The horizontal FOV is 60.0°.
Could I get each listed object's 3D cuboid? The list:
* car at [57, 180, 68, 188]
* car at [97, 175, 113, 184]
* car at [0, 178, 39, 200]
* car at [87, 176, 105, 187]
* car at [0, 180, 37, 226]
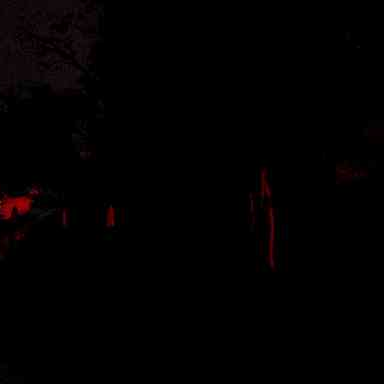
[{"bbox_3d":[-17.881,-1.147,45.932,1.895,1.301,4.718,0,4,-4],"label":"car"},{"bbox_3d":[-15.556,-2.258,59.921,2.128,1.511,4.902,0,4,-7],"label":"car"},{"bbox_3d":[-16.454,-0.329,31.590,2.097,1.767,4.553,0,4,-7],"label":"car"},{"bbox_3d":[-14.618,-1.442,49.698,2.033,1.411,5.357,0,4,-5],"label":"car"},{"bbox_3d":[-10.319,0.584,18.001,2.150,2.045,5.566,0,3,-13],"label":"car"}]
